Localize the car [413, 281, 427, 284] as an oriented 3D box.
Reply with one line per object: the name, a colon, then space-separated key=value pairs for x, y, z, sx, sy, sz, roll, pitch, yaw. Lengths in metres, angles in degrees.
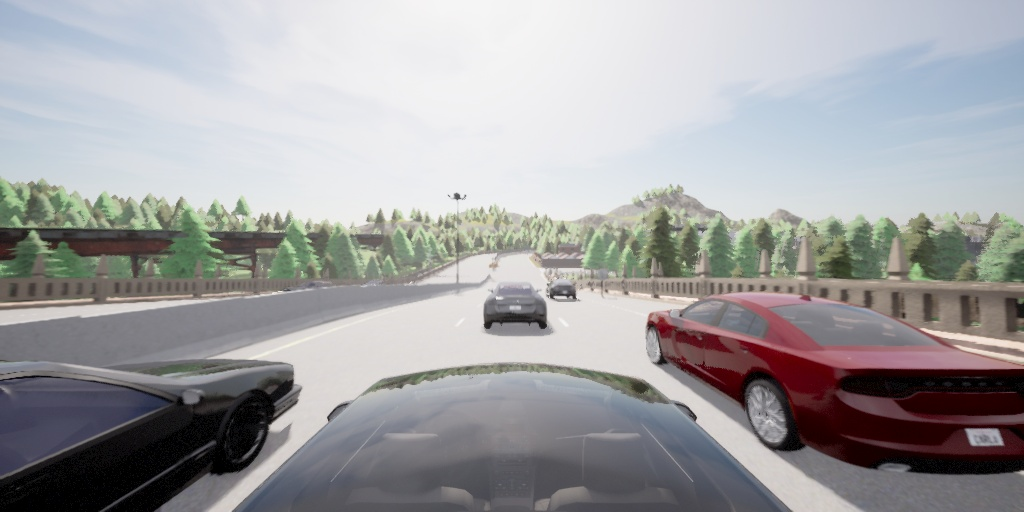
car: x=-10.521 y=3.481 z=40.196 sx=1.895 sy=1.301 sz=4.718 roll=0 pitch=-4 yaw=0

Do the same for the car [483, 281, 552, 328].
car: x=0.096 y=1.567 z=12.442 sx=1.994 sy=1.385 sz=4.181 roll=0 pitch=-3 yaw=0

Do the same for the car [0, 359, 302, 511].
car: x=-3.400 y=1.300 z=1.748 sx=2.033 sy=1.411 sz=5.357 roll=0 pitch=0 yaw=0

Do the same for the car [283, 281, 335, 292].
car: x=-14.059 y=2.448 z=25.480 sx=1.895 sy=1.301 sz=4.718 roll=0 pitch=-4 yaw=0

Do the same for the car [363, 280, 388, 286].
car: x=-17.512 y=3.855 z=46.243 sx=2.033 sy=1.411 sz=5.357 roll=0 pitch=-4 yaw=0

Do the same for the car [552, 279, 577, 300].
car: x=3.591 y=2.456 z=26.674 sx=1.812 sy=1.442 sz=4.674 roll=0 pitch=-4 yaw=0

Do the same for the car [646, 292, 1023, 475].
car: x=3.598 y=1.260 z=5.207 sx=1.882 sy=1.535 sz=5.008 roll=0 pitch=-1 yaw=0
